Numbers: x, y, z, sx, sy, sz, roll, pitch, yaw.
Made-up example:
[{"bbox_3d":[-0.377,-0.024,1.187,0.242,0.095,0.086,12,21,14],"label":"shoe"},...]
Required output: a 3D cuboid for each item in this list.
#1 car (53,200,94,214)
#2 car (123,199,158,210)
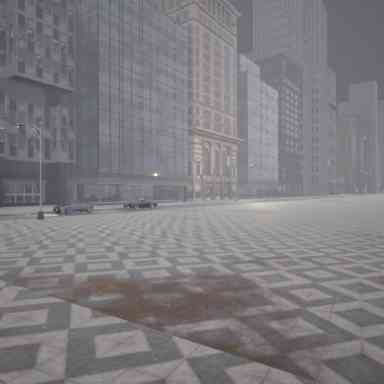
[{"bbox_3d":[-12.460,1.577,35.163,1.994,1.385,4.181,0,0,37],"label":"car"},{"bbox_3d":[-6.688,1.600,43.272,1.895,1.301,4.718,0,0,36],"label":"car"}]
